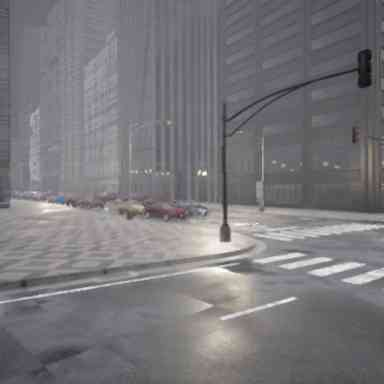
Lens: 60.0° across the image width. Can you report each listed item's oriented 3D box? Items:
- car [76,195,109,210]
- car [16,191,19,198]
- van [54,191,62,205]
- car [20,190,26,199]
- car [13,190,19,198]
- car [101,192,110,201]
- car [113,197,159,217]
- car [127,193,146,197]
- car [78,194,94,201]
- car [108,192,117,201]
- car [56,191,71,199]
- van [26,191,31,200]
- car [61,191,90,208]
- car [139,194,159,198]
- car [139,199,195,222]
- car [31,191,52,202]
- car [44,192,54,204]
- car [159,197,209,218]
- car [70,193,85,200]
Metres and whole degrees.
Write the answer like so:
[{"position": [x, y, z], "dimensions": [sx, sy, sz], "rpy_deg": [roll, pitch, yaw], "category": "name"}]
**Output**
[{"position": [-11.946, 1.343, 39.754], "dimensions": [1.887, 1.381, 4.507], "rpy_deg": [0, 0, -36], "category": "car"}, {"position": [-38.282, 0.904, 76.239], "dimensions": [2.008, 1.369, 4.403], "rpy_deg": [0, 0, -36], "category": "car"}, {"position": [-18.529, 1.036, 48.875], "dimensions": [1.690, 1.788, 3.998], "rpy_deg": [0, 0, -36], "category": "van"}, {"position": [-34.988, 0.727, 71.678], "dimensions": [2.192, 1.841, 5.009], "rpy_deg": [0, 0, -36], "category": "car"}, {"position": [-41.574, 0.839, 80.800], "dimensions": [1.887, 1.381, 4.507], "rpy_deg": [0, 0, -36], "category": "car"}, {"position": [-13.856, 1.195, 47.164], "dimensions": [1.882, 1.535, 5.008], "rpy_deg": [0, 0, -35], "category": "car"}, {"position": [-5.263, 1.422, 30.495], "dimensions": [1.752, 1.417, 4.829], "rpy_deg": [0, 0, -36], "category": "car"}, {"position": [-8.322, 1.012, 49.302], "dimensions": [2.192, 1.841, 5.009], "rpy_deg": [0, 0, -36], "category": "car"}, {"position": [-21.491, 1.059, 67.545], "dimensions": [1.802, 1.307, 4.206], "rpy_deg": [0, 0, -36], "category": "car"}, {"position": [-14.906, 0.906, 58.423], "dimensions": [2.192, 1.841, 5.009], "rpy_deg": [0, 0, -36], "category": "car"}, {"position": [-31.364, 0.618, 81.224], "dimensions": [2.192, 1.841, 5.009], "rpy_deg": [0, 0, -36], "category": "car"}, {"position": [-31.696, 0.811, 67.117], "dimensions": [1.690, 1.788, 3.998], "rpy_deg": [0, 0, -36], "category": "van"}, {"position": [-15.237, 1.063, 44.314], "dimensions": [2.192, 1.841, 5.009], "rpy_deg": [0, 0, -36], "category": "car"}, {"position": [-5.033, 1.314, 44.743], "dimensions": [1.947, 1.339, 4.313], "rpy_deg": [0, 0, -36], "category": "car"}, {"position": [-2.070, 1.486, 26.072], "dimensions": [1.887, 1.381, 4.507], "rpy_deg": [0, 0, -36], "category": "car"}, {"position": [-28.405, 0.968, 62.558], "dimensions": [1.967, 1.590, 4.097], "rpy_deg": [0, 0, -36], "category": "car"}, {"position": [-21.823, 1.192, 53.437], "dimensions": [2.008, 1.369, 4.403], "rpy_deg": [0, 0, -36], "category": "car"}, {"position": [-0.530, 1.407, 28.638], "dimensions": [2.128, 1.511, 4.902], "rpy_deg": [0, 1, -36], "category": "car"}, {"position": [-24.783, 0.964, 72.105], "dimensions": [1.887, 1.381, 4.507], "rpy_deg": [0, 0, -36], "category": "car"}]
